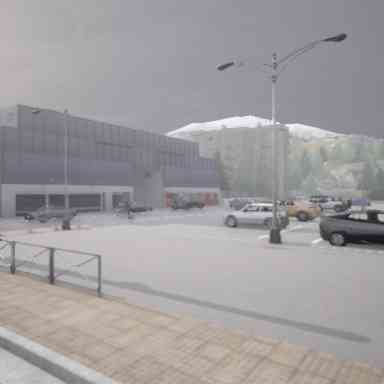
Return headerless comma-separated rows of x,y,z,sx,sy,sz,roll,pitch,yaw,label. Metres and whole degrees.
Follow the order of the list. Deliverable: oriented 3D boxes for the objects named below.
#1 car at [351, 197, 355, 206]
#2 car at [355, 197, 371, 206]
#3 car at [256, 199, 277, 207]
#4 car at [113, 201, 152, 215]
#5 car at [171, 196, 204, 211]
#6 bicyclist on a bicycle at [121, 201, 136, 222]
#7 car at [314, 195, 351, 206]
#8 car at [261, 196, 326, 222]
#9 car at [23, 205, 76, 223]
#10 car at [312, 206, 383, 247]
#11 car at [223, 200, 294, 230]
16.015,1.329,38.730,4.605,1.855,1.932,0,0,35,car
26.876,1.606,53.809,3.633,1.501,1.845,0,0,35,car
13.089,1.875,58.198,1.895,1.301,4.718,0,0,35,car
-6.515,1.780,36.950,2.128,1.511,4.902,0,0,35,car
-0.494,1.510,45.407,2.150,2.045,5.566,0,0,36,car
-5.017,1.557,26.132,1.656,1.620,0.582,-1,0,35,bicyclist on a bicycle
14.670,1.307,36.121,3.866,1.878,1.905,0,0,35,car
7.270,1.383,25.684,5.027,1.636,2.152,0,0,35,car
-12.264,1.852,28.846,1.994,1.385,4.181,0,0,35,car
7.454,1.496,13.196,4.514,1.523,2.007,0,0,35,car
3.822,1.460,20.261,3.806,1.475,1.970,0,0,35,car
